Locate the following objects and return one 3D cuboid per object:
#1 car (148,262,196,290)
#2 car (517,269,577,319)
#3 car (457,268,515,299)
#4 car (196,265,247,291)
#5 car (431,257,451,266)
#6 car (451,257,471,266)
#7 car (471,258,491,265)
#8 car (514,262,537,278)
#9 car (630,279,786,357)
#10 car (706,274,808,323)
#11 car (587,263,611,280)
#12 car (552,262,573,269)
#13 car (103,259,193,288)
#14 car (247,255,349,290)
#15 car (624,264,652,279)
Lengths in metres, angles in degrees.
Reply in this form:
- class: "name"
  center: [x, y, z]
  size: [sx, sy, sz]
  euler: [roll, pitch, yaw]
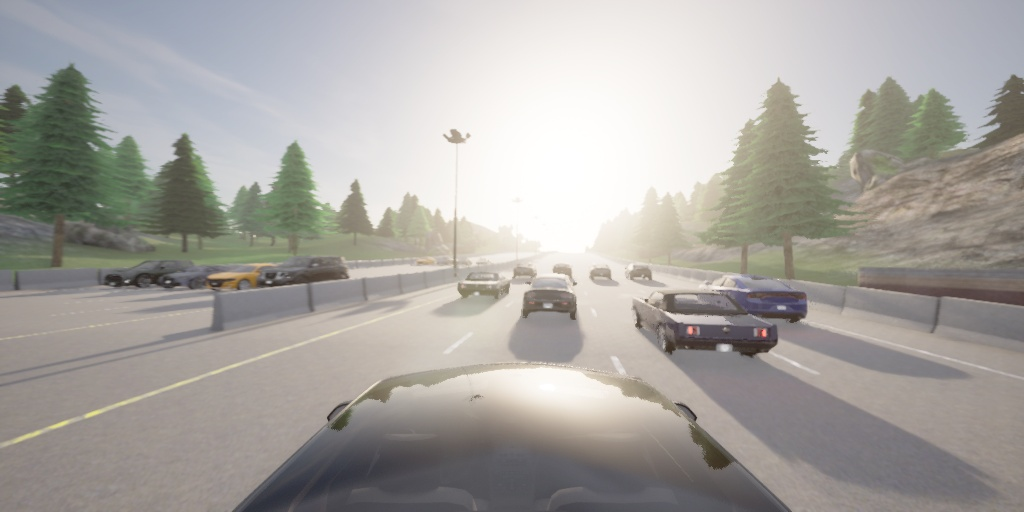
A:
- class: "car"
  center: [-18.720, 1.247, 21.805]
  size: [1.994, 1.385, 4.181]
  euler: [1, 0, 9]
- class: "car"
  center: [1.456, 1.392, 13.464]
  size: [1.812, 1.442, 4.674]
  euler: [1, 0, 8]
- class: "car"
  center: [-1.280, 1.454, 18.716]
  size: [1.895, 1.301, 4.718]
  euler: [1, 0, 9]
- class: "car"
  center: [-15.253, 1.194, 21.313]
  size: [1.882, 1.535, 5.008]
  euler: [1, 0, 9]
- class: "car"
  center: [-11.891, 0.902, 63.559]
  size: [2.128, 1.511, 4.902]
  euler: [1, 1, 10]
- class: "car"
  center: [-8.427, 0.934, 63.076]
  size: [2.128, 1.511, 4.902]
  euler: [1, 1, 10]
- class: "car"
  center: [-4.966, 1.021, 62.515]
  size: [2.033, 1.411, 5.357]
  euler: [1, 1, 10]
- class: "car"
  center: [1.276, 1.337, 34.598]
  size: [2.128, 1.511, 4.902]
  euler: [1, 0, 9]
- class: "car"
  center: [4.350, 1.479, 9.049]
  size: [1.895, 1.301, 4.718]
  euler: [1, 0, 7]
- class: "car"
  center: [8.484, 1.415, 13.221]
  size: [1.882, 1.535, 5.008]
  euler: [1, 0, 9]
- class: "car"
  center: [8.239, 1.403, 33.814]
  size: [2.128, 1.511, 4.902]
  euler: [1, 0, 9]
- class: "car"
  center: [5.015, 1.348, 35.794]
  size: [1.882, 1.535, 5.008]
  euler: [1, 0, 9]
- class: "car"
  center: [-22.164, 1.001, 22.413]
  size: [2.097, 1.767, 4.553]
  euler: [1, 0, 9]
- class: "car"
  center: [-11.795, 0.972, 20.760]
  size: [2.150, 2.045, 5.566]
  euler: [1, 0, 9]
- class: "car"
  center: [11.728, 1.449, 33.466]
  size: [1.837, 1.490, 4.892]
  euler: [1, 0, 9]
